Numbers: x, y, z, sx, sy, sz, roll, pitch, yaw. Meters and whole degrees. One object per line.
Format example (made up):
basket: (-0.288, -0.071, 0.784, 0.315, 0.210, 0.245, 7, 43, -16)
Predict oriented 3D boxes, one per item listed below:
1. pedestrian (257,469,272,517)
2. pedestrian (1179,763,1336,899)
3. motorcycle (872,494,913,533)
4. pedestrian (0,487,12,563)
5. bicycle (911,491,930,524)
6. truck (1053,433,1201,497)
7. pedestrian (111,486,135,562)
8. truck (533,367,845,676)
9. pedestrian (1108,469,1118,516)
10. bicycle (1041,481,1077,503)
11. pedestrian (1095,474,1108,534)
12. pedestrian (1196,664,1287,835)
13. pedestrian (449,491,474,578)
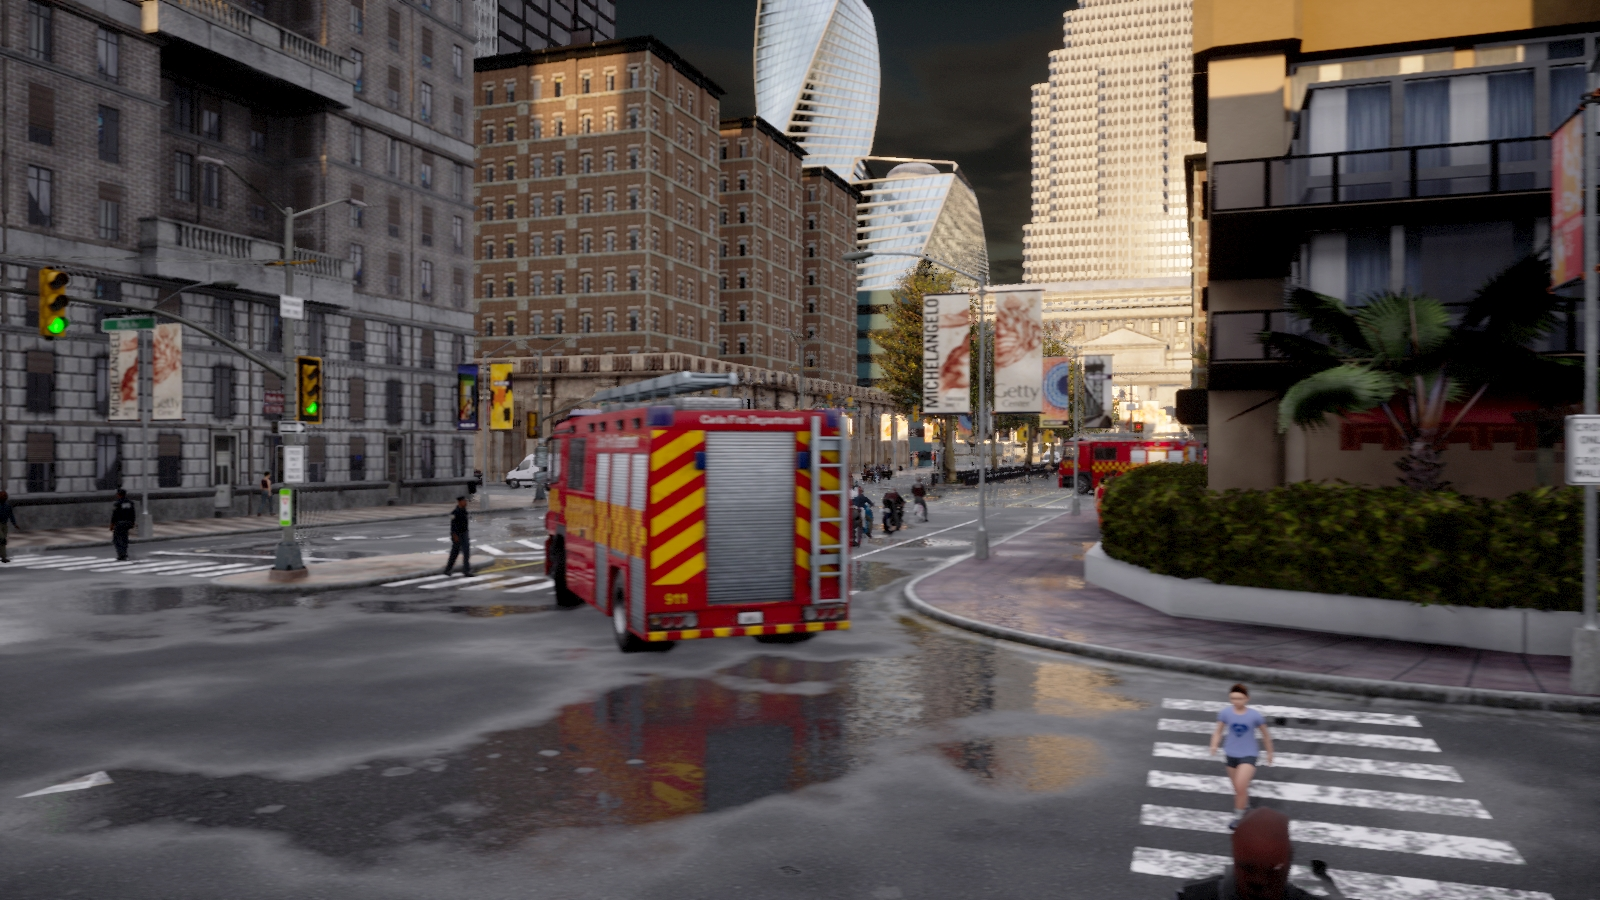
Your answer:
pedestrian: (-21.036, 1.680, 44.902, 0.375, 1.860, 0.375, 0, 0, 20)
pedestrian: (1.237, 1.849, 3.120, 0.375, 1.860, 0.375, 0, 0, 19)
motorcycle: (3.263, 2.200, 40.095, 0.867, 1.251, 2.209, 0, 0, 20)
pedestrian: (-19.674, 1.835, 28.063, 0.375, 1.860, 0.375, 0, 0, 19)
bicycle: (4.635, 2.205, 43.885, 0.329, 1.171, 1.835, 0, 0, 20)
truck: (20.325, 0.888, 71.460, 8.468, 3.827, 2.891, 0, 0, 41)
pedestrian: (-16.801, 1.837, 28.373, 0.375, 1.860, 0.375, 0, 0, 30)
truck: (-2.279, 0.886, 18.643, 2.891, 3.827, 8.468, 0, 0, -21)
pedestrian: (12.575, 1.695, 45.882, 0.375, 1.860, 0.375, 0, 0, 17)
bicycle: (13.665, 2.206, 60.337, 1.835, 1.171, 0.329, 0, 0, 20)
pedestrian: (9.470, 1.696, 35.876, 0.375, 1.860, 0.375, 0, 0, 16)
pedestrian: (3.323, 2.229, 8.600, 0.500, 1.100, 0.500, 0, 0, 41)
pedestrian: (-7.402, 1.841, 24.967, 0.375, 1.860, 0.375, 0, 0, 32)
